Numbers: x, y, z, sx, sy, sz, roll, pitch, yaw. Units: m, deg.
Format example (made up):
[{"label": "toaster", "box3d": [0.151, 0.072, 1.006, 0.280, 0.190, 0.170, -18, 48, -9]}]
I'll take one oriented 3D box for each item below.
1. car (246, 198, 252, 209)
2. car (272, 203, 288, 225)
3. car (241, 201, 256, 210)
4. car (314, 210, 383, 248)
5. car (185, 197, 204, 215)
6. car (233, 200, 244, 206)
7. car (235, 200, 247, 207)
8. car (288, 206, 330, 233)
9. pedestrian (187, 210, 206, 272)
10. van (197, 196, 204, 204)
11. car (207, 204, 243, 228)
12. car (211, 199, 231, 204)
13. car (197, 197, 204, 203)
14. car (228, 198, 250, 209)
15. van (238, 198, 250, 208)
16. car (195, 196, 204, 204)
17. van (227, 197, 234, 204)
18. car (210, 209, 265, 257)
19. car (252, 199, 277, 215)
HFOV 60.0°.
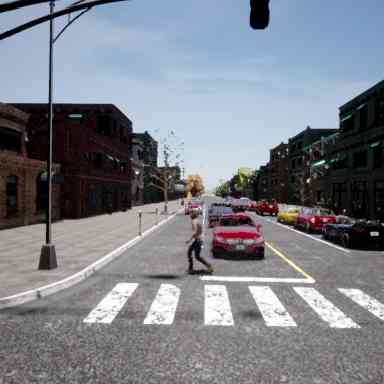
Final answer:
[{"label": "car", "box3d": [9.028, 1.981, 49.191, 1.967, 1.590, 4.097, 0, -1, 2]}, {"label": "car", "box3d": [8.142, 1.864, 27.186, 1.752, 1.417, 4.829, 0, -1, 2]}, {"label": "car", "box3d": [9.251, 2.173, 54.734, 1.802, 1.307, 4.206, 0, -1, 2]}, {"label": "car", "box3d": [7.689, 1.800, 15.928, 1.947, 1.339, 4.313, 0, -1, 2]}, {"label": "car", "box3d": [0.210, 1.745, 38.440, 1.967, 1.590, 4.097, 0, -1, 2]}, {"label": "car", "box3d": [9.920, 2.326, 71.365, 1.802, 1.307, 4.206, 0, -1, 2]}, {"label": "car", "box3d": [9.697, 2.238, 65.821, 1.887, 1.381, 4.507, 0, -1, 2]}, {"label": "car", "box3d": [7.913, 1.726, 21.473, 1.967, 1.590, 4.097, 0, -1, 2]}, {"label": "pedestrian", "box3d": [0.139, 1.349, 9.391, 0.375, 1.860, 0.375, 0, 0, 2]}, {"label": "van", "box3d": [2.218, 2.103, 88.334, 1.690, 1.788, 3.998, 0, -1, 2]}, {"label": "car", "box3d": [2.209, 1.774, 23.576, 1.994, 1.385, 4.181, 1, 0, 2]}, {"label": "car", "box3d": [2.628, 1.810, 33.884, 1.837, 1.490, 4.892, 1, -1, 2]}, {"label": "car", "box3d": [2.441, 2.252, 93.877, 1.967, 1.590, 4.097, 0, -1, 2]}, {"label": "car", "box3d": [6.326, 2.019, 46.249, 2.033, 1.411, 5.357, 1, 0, 3]}, {"label": "van", "box3d": [9.475, 1.983, 60.280, 1.690, 1.788, 3.998, 0, -1, 2]}, {"label": "car", "box3d": [1.996, 2.026, 82.790, 2.192, 1.841, 5.009, 0, -1, 2]}, {"label": "van", "box3d": [10.814, 2.287, 93.541, 1.690, 1.788, 3.998, 0, -1, 2]}, {"label": "car", "box3d": [1.778, 1.644, 13.632, 1.812, 1.442, 4.674, 1, 0, 3]}, {"label": "car", "box3d": [8.583, 1.754, 38.105, 2.192, 1.841, 5.009, 0, -1, 2]}]
